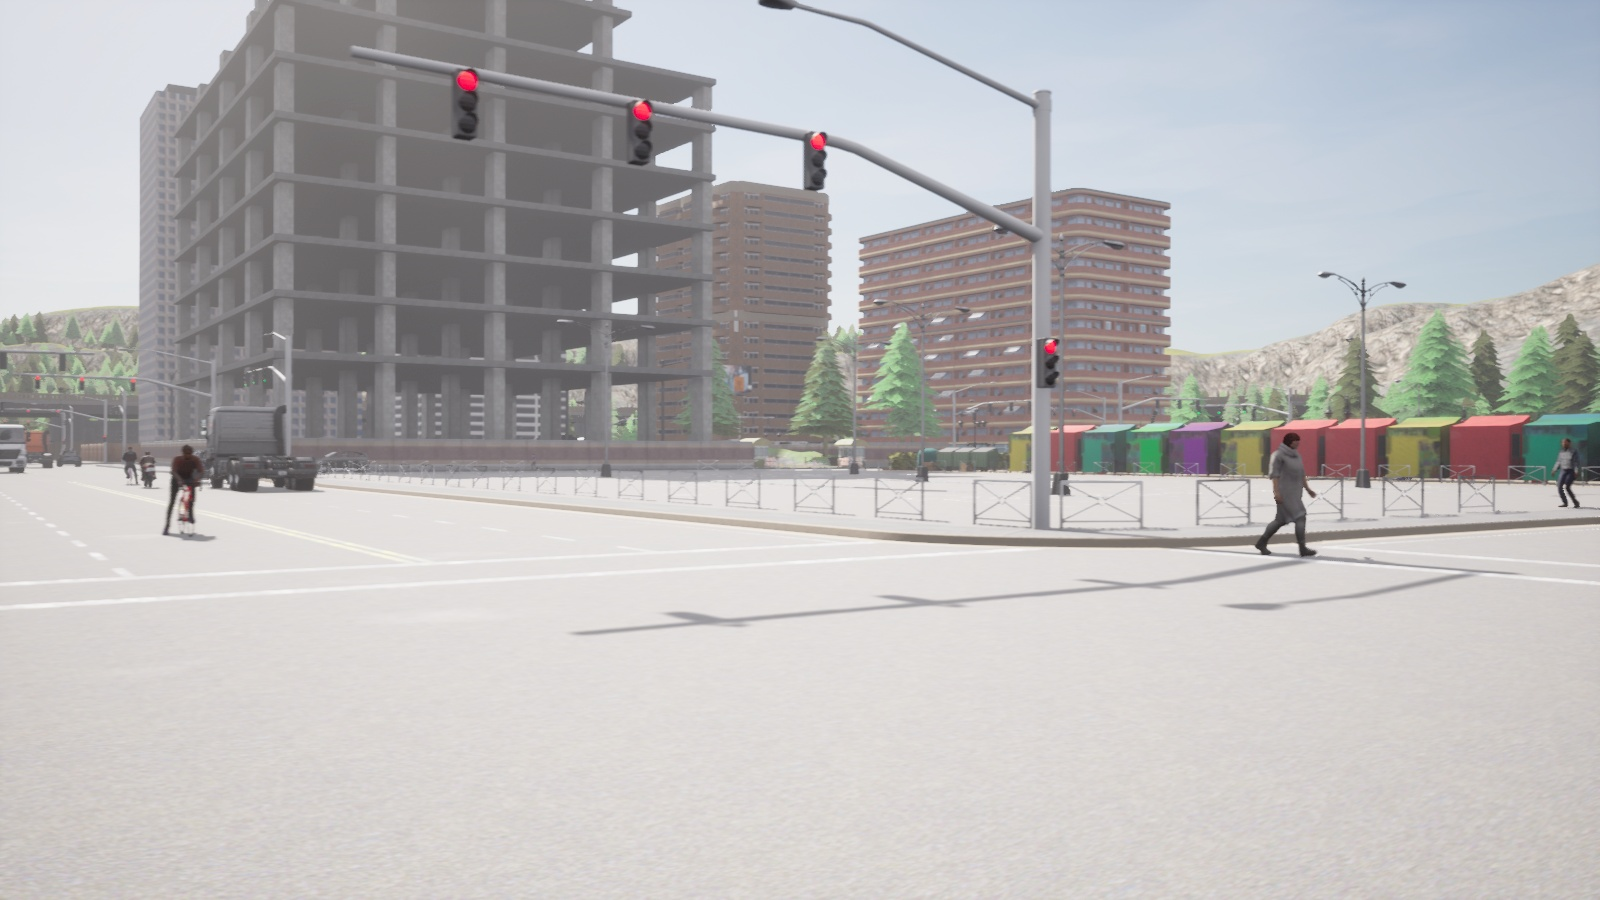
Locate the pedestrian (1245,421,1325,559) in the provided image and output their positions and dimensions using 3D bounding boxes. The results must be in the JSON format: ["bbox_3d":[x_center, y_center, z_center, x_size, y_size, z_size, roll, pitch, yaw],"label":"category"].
[{"bbox_3d":[7.047,0.568,18.255,0.659,1.952,0.873,0,0,-41],"label":"pedestrian"}]

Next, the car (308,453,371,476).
[{"bbox_3d":[-31.622,0.949,86.294,3.705,1.549,1.789,0,0,-35],"label":"car"}]

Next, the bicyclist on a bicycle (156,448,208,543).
[{"bbox_3d":[-10.970,0.776,22.269,0.582,1.620,1.656,0,0,-34],"label":"bicyclist on a bicycle"}]

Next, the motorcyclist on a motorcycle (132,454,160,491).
[{"bbox_3d":[-26.946,0.912,51.712,0.797,1.523,2.044,0,0,-34],"label":"motorcyclist on a motorcycle"}]

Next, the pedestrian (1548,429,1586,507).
[{"bbox_3d":[19.198,0.444,31.442,0.788,1.949,0.423,0,0,-22],"label":"pedestrian"}]

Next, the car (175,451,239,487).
[{"bbox_3d":[-28.301,0.883,59.867,2.033,1.649,4.856,0,0,-34],"label":"car"}]

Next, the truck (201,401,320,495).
[{"bbox_3d":[-21.709,-0.068,50.268,2.891,3.462,7.936,0,0,-34],"label":"truck"}]
